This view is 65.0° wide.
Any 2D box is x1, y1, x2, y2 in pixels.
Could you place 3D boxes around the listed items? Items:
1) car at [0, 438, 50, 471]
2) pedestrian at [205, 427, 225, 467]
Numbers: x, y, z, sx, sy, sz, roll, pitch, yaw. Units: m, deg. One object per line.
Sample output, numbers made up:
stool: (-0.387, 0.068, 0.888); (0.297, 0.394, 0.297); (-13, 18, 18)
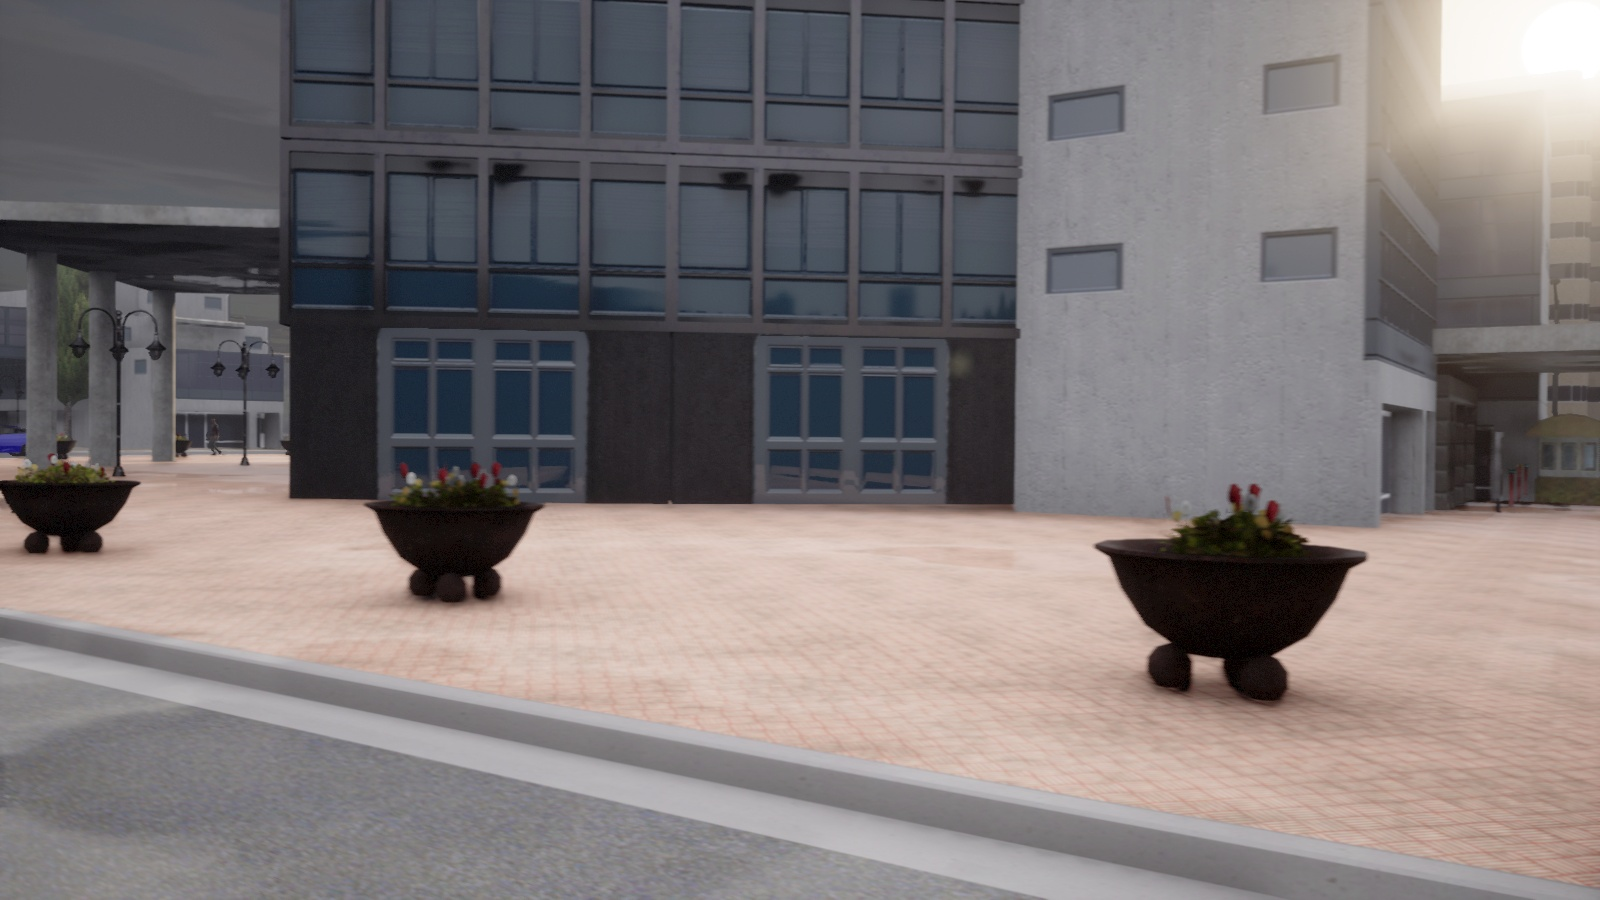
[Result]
car: (-37.729, 0.224, 58.354); (2.007, 1.525, 4.514); (0, 1, 39)
pedestrian: (-27.467, -0.159, 58.941); (0.376, 1.854, 0.720); (0, 1, 42)
